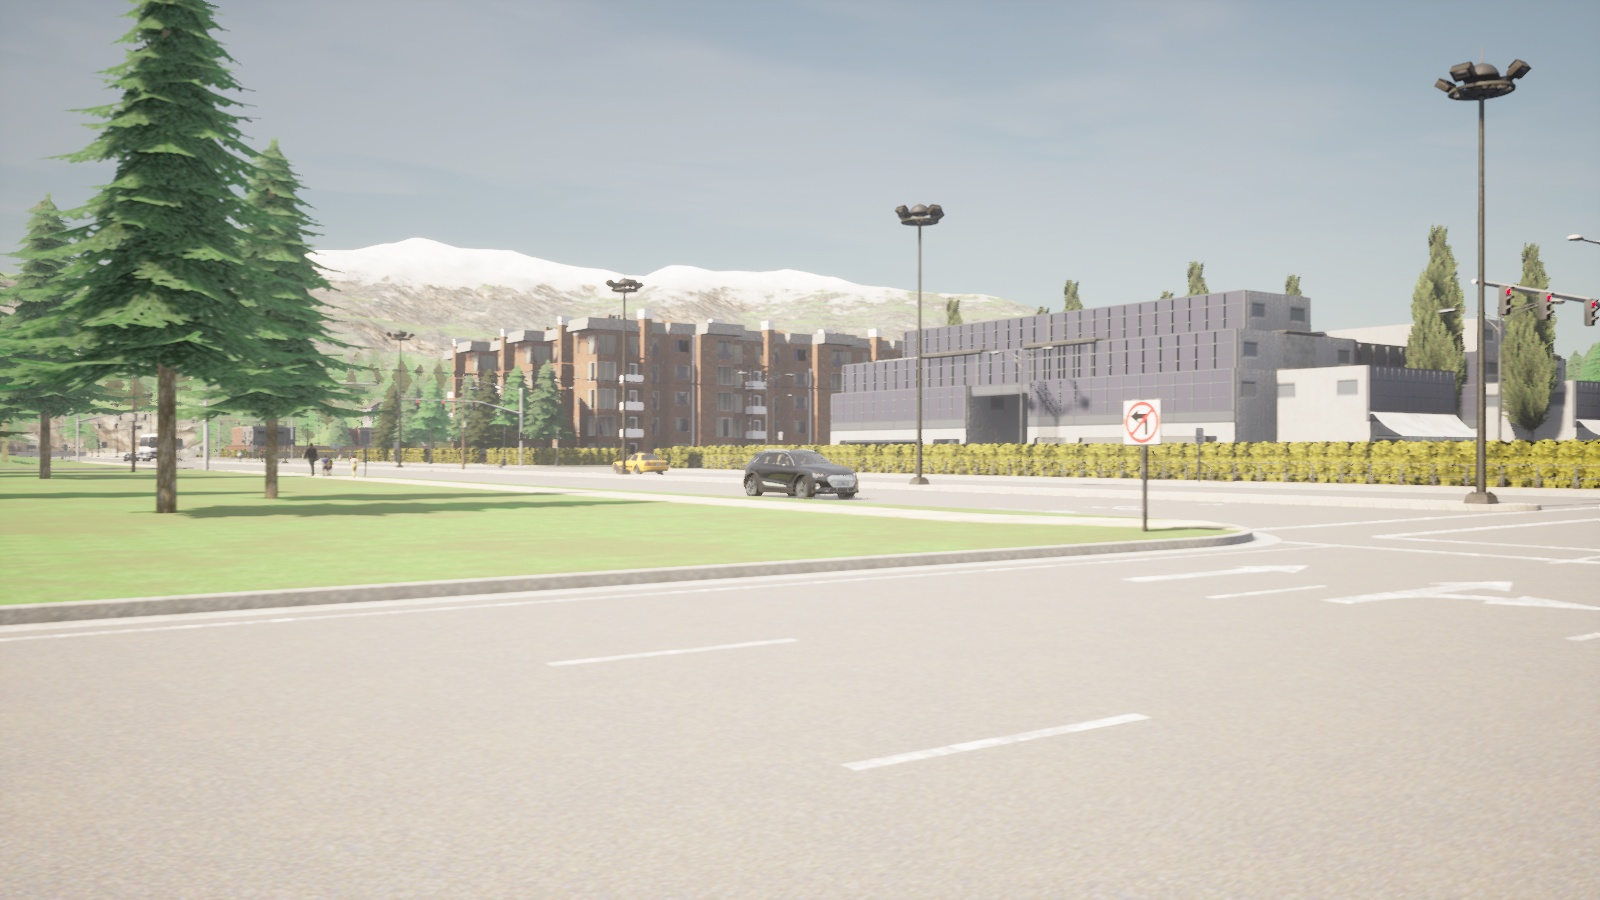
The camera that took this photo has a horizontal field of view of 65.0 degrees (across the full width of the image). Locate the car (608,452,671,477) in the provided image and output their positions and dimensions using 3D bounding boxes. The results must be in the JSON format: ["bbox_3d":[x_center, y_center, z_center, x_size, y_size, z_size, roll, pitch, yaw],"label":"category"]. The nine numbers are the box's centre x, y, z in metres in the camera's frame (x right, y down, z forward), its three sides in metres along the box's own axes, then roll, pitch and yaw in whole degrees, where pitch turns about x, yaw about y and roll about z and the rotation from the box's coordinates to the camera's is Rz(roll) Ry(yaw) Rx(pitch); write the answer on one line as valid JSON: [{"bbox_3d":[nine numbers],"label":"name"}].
[{"bbox_3d":[-10.535,0.907,82.112,1.801,1.575,5.366,0,0,-35],"label":"car"}]

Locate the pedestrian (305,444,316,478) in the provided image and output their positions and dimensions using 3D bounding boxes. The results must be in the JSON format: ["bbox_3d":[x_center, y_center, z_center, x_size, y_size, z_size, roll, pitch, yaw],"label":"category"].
[{"bbox_3d":[-26.830,0.609,68.836,0.431,1.840,0.703,0,0,-36],"label":"pedestrian"}]

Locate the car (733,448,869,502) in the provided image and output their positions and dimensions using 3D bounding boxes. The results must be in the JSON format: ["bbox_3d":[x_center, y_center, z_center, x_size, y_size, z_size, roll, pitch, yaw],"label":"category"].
[{"bbox_3d":[-0.052,0.776,41.305,2.033,1.649,4.856,0,0,-36],"label":"car"}]
